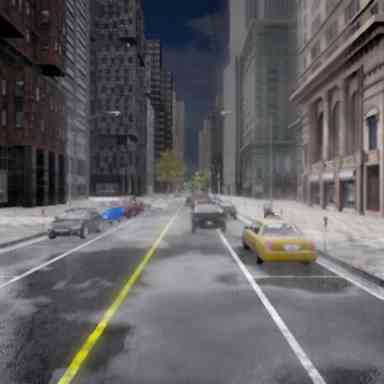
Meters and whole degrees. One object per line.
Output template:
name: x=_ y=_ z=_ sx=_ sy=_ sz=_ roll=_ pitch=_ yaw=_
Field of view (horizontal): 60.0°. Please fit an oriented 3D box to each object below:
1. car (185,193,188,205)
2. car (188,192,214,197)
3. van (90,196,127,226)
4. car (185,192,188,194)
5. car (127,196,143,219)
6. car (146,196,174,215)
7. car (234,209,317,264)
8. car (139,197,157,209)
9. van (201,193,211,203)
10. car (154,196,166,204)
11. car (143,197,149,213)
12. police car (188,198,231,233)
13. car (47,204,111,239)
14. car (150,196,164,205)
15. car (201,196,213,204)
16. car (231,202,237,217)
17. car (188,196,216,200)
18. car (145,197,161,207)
car: x=-0.024 y=1.368 z=55.711 sx=1.837 sy=1.490 sz=4.892 roll=0 pitch=0 yaw=0
car: x=0.884 y=1.137 z=35.426 sx=2.150 sy=2.045 sz=5.566 roll=0 pitch=0 yaw=0
van: x=-5.777 y=1.285 z=22.420 sx=1.690 sy=1.788 sz=3.998 roll=0 pitch=0 yaw=0
car: x=-0.031 y=1.239 z=70.606 sx=1.994 sy=1.385 sz=4.181 roll=0 pitch=0 yaw=0
car: x=-5.781 y=1.246 z=27.945 sx=2.192 sy=1.841 sz=5.009 roll=0 pitch=0 yaw=0
car: x=-3.108 y=1.443 z=33.301 sx=1.812 sy=1.442 sz=4.674 roll=0 pitch=0 yaw=0
car: x=2.765 y=1.496 z=11.529 sx=1.752 sy=1.417 sz=4.829 roll=0 pitch=0 yaw=0
car: x=-5.792 y=1.416 z=44.352 sx=1.752 sy=1.417 sz=4.829 roll=0 pitch=0 yaw=0
van: x=2.751 y=1.179 z=66.608 sx=1.690 sy=1.788 sz=3.998 roll=0 pitch=0 yaw=0
car: x=-5.803 y=1.395 z=61.098 sx=1.887 sy=1.381 sz=4.507 roll=0 pitch=0 yaw=0
car: x=-5.785 y=1.462 z=33.471 sx=1.887 sy=1.381 sz=4.507 roll=0 pitch=0 yaw=0
police car: x=0.891 y=1.377 z=19.506 sx=1.930 sy=1.638 sz=5.238 roll=0 pitch=0 yaw=0
car: x=-5.774 y=1.509 z=16.895 sx=2.008 sy=1.369 sz=4.403 roll=0 pitch=0 yaw=0
car: x=-5.800 y=1.408 z=55.573 sx=1.887 sy=1.381 sz=4.507 roll=0 pitch=0 yaw=0
car: x=2.752 y=1.395 z=61.084 sx=1.887 sy=1.381 sz=4.507 roll=0 pitch=0 yaw=0
car: x=2.761 y=1.481 z=27.934 sx=2.008 sy=1.369 sz=4.403 roll=0 pitch=0 yaw=0
car: x=0.815 y=1.405 z=29.386 sx=1.882 sy=1.535 sz=5.008 roll=0 pitch=0 yaw=-1
car: x=-5.796 y=1.421 z=50.048 sx=1.887 sy=1.381 sz=4.507 roll=0 pitch=0 yaw=0
